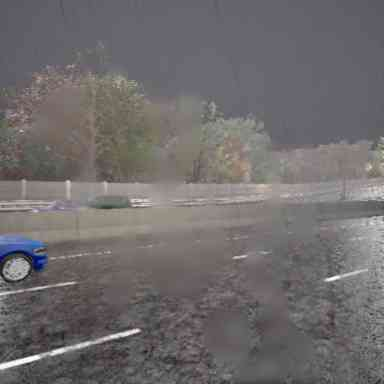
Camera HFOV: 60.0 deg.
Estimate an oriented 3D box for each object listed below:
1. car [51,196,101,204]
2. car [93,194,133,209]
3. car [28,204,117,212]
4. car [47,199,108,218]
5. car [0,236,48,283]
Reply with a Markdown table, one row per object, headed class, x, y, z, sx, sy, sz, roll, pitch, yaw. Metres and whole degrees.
| class | x | y | z | sx | sy | sz | roll | pitch | yaw |
| --- | --- | --- | --- | --- | --- | --- | --- | --- | --- |
| car | -9.152 | 1.350 | 23.240 | 4.553 | 1.767 | 2.097 | 0 | 0 | -35 |
| car | -7.816 | 1.223 | 28.474 | 5.566 | 2.045 | 2.150 | 0 | 0 | -35 |
| car | -7.327 | 1.600 | 20.246 | 4.718 | 1.301 | 1.895 | 0 | 0 | -35 |
| car | -10.560 | 1.492 | 30.821 | 4.902 | 1.511 | 2.128 | 0 | 0 | -35 |
| car | -6.142 | 1.477 | 7.957 | 5.008 | 1.535 | 1.882 | 0 | 0 | -36 |
